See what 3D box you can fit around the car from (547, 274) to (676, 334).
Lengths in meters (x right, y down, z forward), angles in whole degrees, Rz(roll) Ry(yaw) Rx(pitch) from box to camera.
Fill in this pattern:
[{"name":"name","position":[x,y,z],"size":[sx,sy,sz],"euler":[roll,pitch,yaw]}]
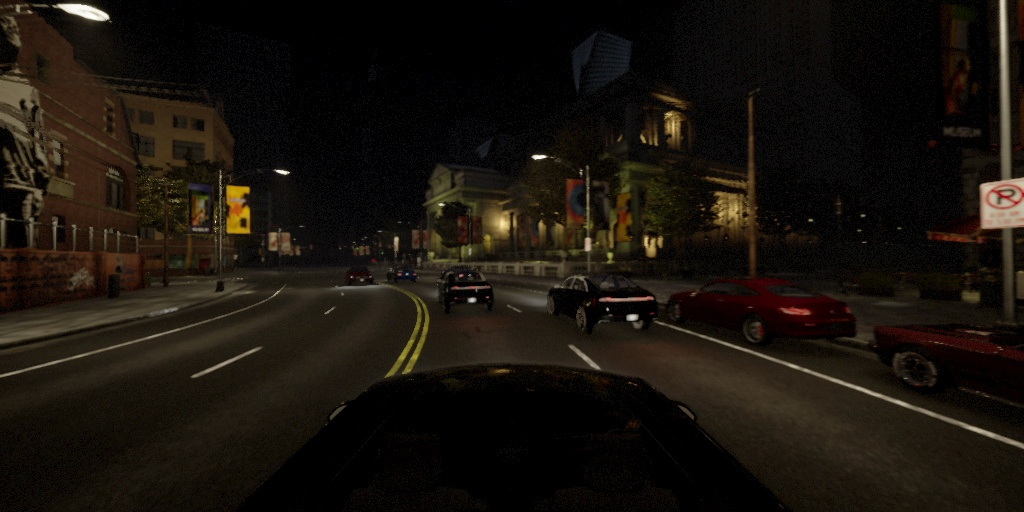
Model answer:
[{"name":"car","position":[2.462,1.280,10.958],"size":[2.128,1.511,4.902],"euler":[0,0,-10]}]

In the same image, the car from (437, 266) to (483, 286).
[{"name":"car","position":[-4.361,1.536,29.258],"size":[2.033,1.411,5.357],"euler":[0,0,-29]}]

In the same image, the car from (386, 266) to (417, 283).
[{"name":"car","position":[-10.021,1.618,32.318],"size":[2.033,1.411,5.357],"euler":[0,0,-29]}]

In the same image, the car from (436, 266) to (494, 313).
[{"name":"car","position":[-2.038,1.356,14.886],"size":[2.128,1.511,4.902],"euler":[0,0,-15]}]

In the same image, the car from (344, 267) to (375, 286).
[{"name":"car","position":[-12.604,1.604,29.526],"size":[1.812,1.442,4.674],"euler":[0,-1,-29]}]
